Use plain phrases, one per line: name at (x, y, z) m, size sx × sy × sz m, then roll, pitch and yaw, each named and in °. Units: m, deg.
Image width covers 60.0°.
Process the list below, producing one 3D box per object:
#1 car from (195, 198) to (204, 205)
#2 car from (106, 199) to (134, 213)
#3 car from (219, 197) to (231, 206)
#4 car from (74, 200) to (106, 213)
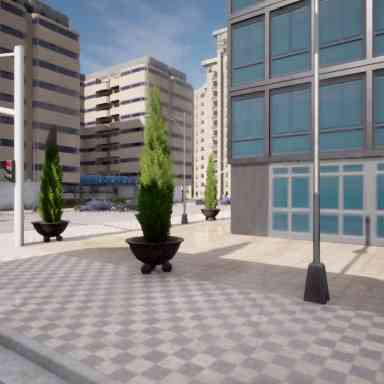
car at (2.334, 1.620, 57.254) m, size 1.994 × 1.385 × 4.181 m, roll 0°, pitch 0°, yaw 36°
car at (-7.073, 1.560, 38.053) m, size 1.837 × 1.490 × 4.892 m, roll 0°, pitch 0°, yaw 35°
car at (5.547, 1.582, 55.728) m, size 1.812 × 1.442 × 4.674 m, roll 0°, pitch 0°, yaw 36°
car at (-10.947, 1.602, 38.641) m, size 2.033 × 1.411 × 5.357 m, roll 0°, pitch 0°, yaw 35°
